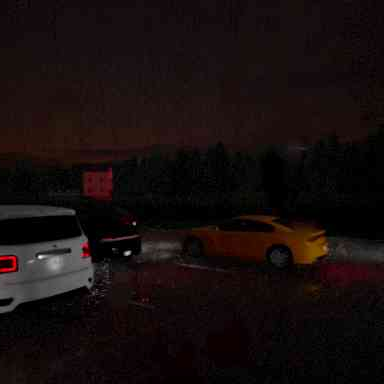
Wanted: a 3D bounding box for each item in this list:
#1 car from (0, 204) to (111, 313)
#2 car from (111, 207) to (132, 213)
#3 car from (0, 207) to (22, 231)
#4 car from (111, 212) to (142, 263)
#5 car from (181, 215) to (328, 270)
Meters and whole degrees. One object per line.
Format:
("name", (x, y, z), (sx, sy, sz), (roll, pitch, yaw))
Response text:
("car", (-4.514, 1.291, 7.217), (5.566, 2.045, 2.150), (0, 0, 36))
("car", (-5.208, 1.667, 20.613), (4.674, 1.442, 1.812), (0, 0, 36))
("car", (-13.955, 1.762, 22.554), (5.357, 1.411, 2.033), (-1, 0, 36))
("car", (-3.835, 1.575, 11.031), (4.902, 1.511, 2.128), (-1, 0, 36))
("car", (1.899, 1.520, 11.237), (5.008, 1.535, 1.882), (0, 0, 36))
